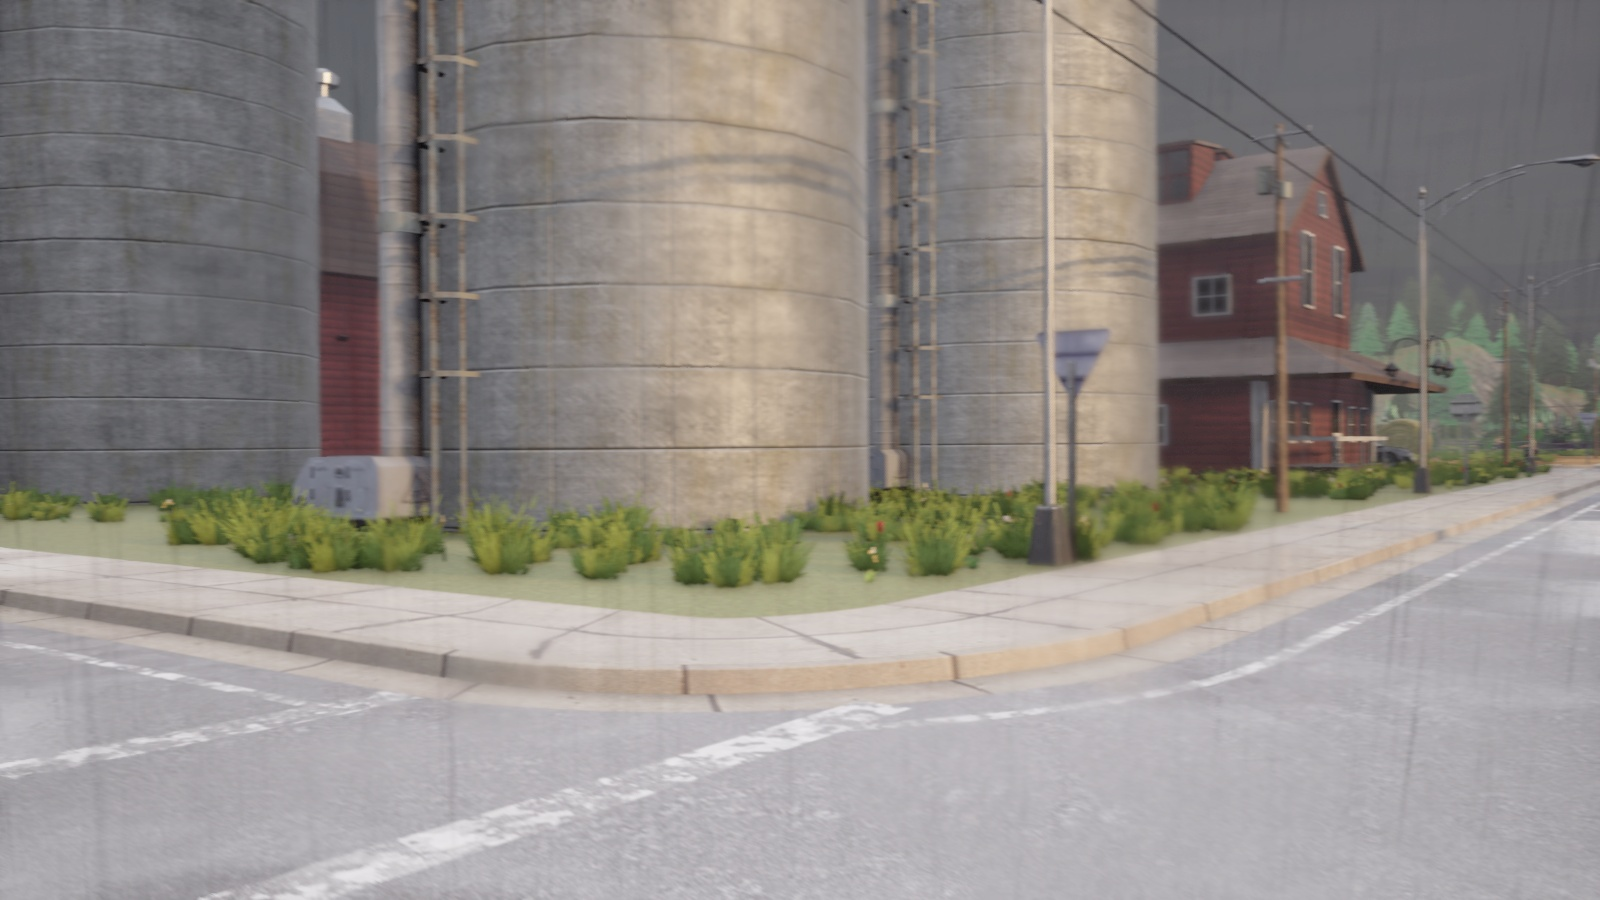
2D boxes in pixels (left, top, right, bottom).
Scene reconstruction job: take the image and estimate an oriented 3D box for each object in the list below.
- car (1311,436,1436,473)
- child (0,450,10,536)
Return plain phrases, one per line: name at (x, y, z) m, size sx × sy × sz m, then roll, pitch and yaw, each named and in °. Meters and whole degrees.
car at (26.226, 0.180, 57.498) m, size 4.856 × 1.649 × 2.033 m, roll 0°, pitch 0°, yaw 36°
child at (-11.850, 0.628, 18.402) m, size 0.437 × 1.263 × 0.270 m, roll 0°, pitch 0°, yaw 25°
